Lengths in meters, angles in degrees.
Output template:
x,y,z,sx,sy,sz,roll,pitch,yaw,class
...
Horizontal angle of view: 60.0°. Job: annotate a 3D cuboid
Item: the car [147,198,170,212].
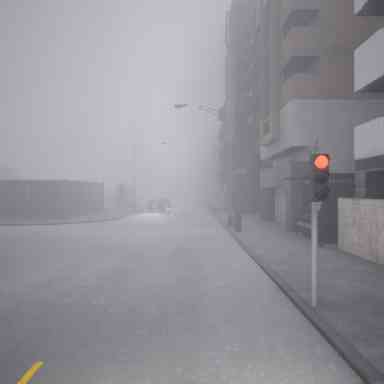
x,y,z,sx,sy,sz,roll,pitch,yaw,class
-4.127,1.491,39.308,2.128,1.511,4.902,0,0,0,car
